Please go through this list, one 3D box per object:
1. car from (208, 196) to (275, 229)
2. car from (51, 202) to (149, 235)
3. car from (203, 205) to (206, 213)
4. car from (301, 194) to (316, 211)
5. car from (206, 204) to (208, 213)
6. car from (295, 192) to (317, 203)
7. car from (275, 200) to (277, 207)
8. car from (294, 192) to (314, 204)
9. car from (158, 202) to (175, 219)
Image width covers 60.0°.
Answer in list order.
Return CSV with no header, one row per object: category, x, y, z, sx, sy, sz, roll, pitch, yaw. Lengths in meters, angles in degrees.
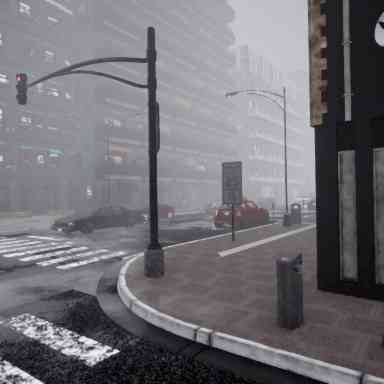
car,3.042,1.200,19.717,1.967,1.590,4.097,-1,0,36
car,-5.020,1.464,18.599,2.033,1.411,5.357,-1,0,35
car,2.843,1.383,33.870,2.008,1.369,4.403,-1,0,36
car,12.951,1.195,33.521,1.947,1.339,4.313,-1,0,36
car,3.656,1.152,30.600,2.097,1.767,4.553,-1,0,36
car,19.503,0.930,56.772,2.192,1.841,5.009,-1,0,36
car,9.509,1.310,43.031,1.947,1.339,4.313,-1,0,36
car,16.091,1.161,47.532,1.812,1.442,4.674,-1,-1,36
car,-3.175,1.458,25.755,1.887,1.381,4.507,-1,0,36
